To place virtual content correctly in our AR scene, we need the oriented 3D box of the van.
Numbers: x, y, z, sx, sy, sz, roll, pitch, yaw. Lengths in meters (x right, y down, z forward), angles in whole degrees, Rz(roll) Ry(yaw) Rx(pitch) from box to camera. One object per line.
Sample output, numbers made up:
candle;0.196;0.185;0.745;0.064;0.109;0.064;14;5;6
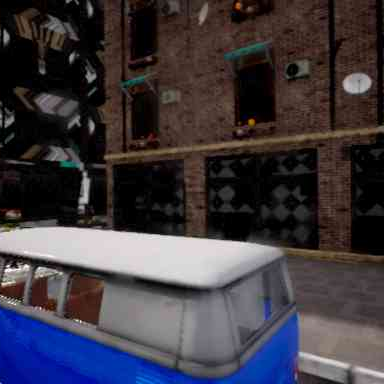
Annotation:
van;-0.934;1.340;3.512;3.998;1.788;1.690;-1;0;34
